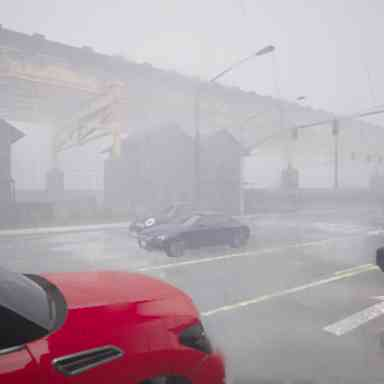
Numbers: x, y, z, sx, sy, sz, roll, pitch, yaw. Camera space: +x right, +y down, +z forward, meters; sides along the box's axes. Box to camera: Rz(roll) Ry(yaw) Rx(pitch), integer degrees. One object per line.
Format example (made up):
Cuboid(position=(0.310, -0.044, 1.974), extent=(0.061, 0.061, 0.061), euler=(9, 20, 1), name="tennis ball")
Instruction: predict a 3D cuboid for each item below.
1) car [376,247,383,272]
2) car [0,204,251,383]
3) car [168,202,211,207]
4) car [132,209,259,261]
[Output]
Cuboid(position=(6.807, 1.548, 8.600), extent=(4.718, 1.301, 1.895), euler=(0, 0, -36), name="car")
Cuboid(position=(-2.353, 1.228, 2.064), extent=(5.566, 2.045, 2.150), euler=(-1, 0, -36), name="car")
Cuboid(position=(-0.758, 1.306, 16.299), extent=(4.553, 1.767, 2.097), euler=(-1, 0, -35), name="car")
Cuboid(position=(0.245, 1.487, 12.723), extent=(4.674, 1.442, 1.812), euler=(0, 0, -35), name="car")
